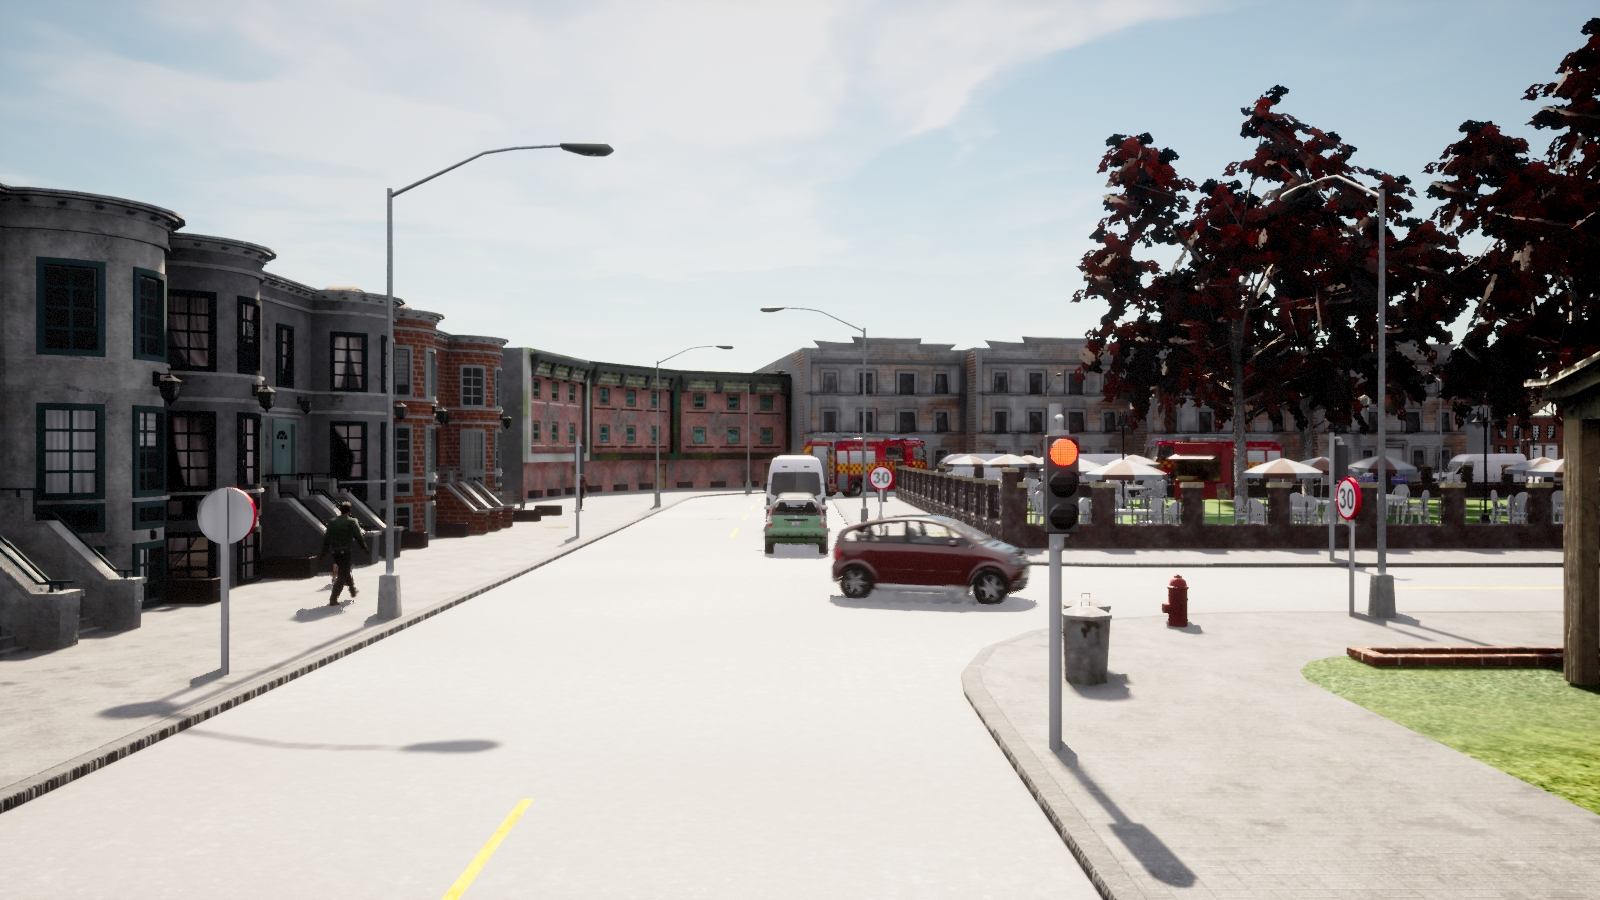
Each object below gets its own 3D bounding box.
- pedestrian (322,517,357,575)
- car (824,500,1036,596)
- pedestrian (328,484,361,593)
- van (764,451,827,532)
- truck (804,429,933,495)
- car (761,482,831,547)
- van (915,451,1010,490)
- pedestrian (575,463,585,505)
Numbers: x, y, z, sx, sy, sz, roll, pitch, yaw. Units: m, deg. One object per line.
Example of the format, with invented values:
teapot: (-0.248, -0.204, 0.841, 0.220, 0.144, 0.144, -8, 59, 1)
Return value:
pedestrian: (-9.169, 1.904, 22.753, 0.500, 1.100, 0.500, 0, 0, 0)
car: (2.496, 1.806, 21.731, 3.705, 1.549, 1.789, 0, 1, 19)
pedestrian: (-7.888, 1.524, 19.789, 0.375, 1.860, 0.375, 0, 0, 11)
van: (-0.147, 1.315, 39.074, 1.988, 2.561, 5.915, 0, 0, 0)
truck: (4.295, 0.672, 70.228, 8.468, 3.827, 2.891, 0, 0, -43)
car: (-0.119, 1.779, 32.373, 1.851, 1.617, 3.988, 0, 0, 0)
van: (10.550, 1.314, 74.428, 5.915, 2.561, 1.988, 0, 0, 0)
pedestrian: (-9.800, 1.525, 50.939, 0.375, 1.860, 0.375, 0, 0, -2)
